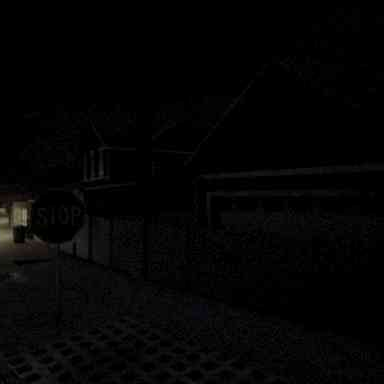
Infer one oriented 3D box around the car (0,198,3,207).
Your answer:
[{"bbox_3d":[-33.983,1.633,56.873,2.150,2.045,5.566,0,0,-22],"label":"car"}]
